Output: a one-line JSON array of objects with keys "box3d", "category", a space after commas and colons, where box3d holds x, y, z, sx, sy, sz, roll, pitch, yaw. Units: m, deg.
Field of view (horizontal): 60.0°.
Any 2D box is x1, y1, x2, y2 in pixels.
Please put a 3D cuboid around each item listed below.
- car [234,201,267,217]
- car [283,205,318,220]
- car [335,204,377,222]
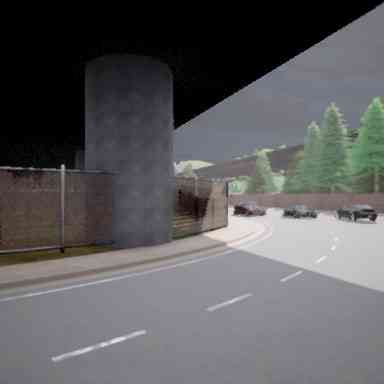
[{"box3d": [6.324, 1.794, 36.467, 2.097, 1.767, 4.553, 0, -1, -16], "category": "car"}, {"box3d": [10.648, 1.939, 32.884, 1.994, 1.385, 4.181, 0, -1, -10], "category": "car"}, {"box3d": [14.595, 1.822, 29.839, 1.837, 1.490, 4.892, 0, -1, -2], "category": "car"}]
